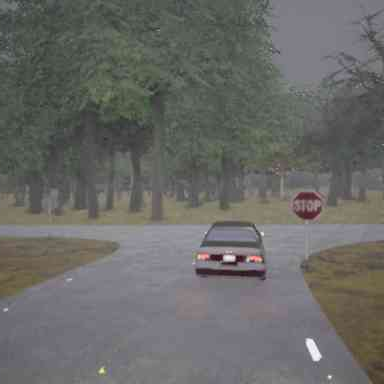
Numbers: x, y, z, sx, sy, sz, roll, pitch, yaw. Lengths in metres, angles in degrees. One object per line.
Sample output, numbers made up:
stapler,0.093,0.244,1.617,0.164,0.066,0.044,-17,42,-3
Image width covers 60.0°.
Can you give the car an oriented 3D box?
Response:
car,1.245,1.594,10.187,2.033,1.411,5.357,0,0,9
